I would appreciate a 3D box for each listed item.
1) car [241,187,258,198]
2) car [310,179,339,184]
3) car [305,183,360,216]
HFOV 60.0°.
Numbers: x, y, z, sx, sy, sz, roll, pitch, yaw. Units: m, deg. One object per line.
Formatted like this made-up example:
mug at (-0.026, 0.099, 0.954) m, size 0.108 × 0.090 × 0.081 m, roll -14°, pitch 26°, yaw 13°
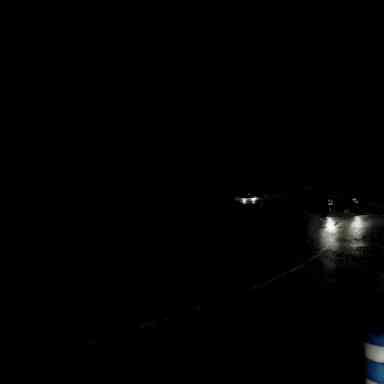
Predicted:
car at (7.596, 0.011, 43.712) m, size 1.994 × 1.385 × 4.181 m, roll -3°, pitch 2°, yaw 14°
car at (23.914, -1.574, 60.168) m, size 5.357 × 1.411 × 2.033 m, roll -3°, pitch 2°, yaw -9°
car at (9.336, 0.524, 22.459) m, size 2.097 × 1.767 × 4.553 m, roll -3°, pitch 2°, yaw 0°
